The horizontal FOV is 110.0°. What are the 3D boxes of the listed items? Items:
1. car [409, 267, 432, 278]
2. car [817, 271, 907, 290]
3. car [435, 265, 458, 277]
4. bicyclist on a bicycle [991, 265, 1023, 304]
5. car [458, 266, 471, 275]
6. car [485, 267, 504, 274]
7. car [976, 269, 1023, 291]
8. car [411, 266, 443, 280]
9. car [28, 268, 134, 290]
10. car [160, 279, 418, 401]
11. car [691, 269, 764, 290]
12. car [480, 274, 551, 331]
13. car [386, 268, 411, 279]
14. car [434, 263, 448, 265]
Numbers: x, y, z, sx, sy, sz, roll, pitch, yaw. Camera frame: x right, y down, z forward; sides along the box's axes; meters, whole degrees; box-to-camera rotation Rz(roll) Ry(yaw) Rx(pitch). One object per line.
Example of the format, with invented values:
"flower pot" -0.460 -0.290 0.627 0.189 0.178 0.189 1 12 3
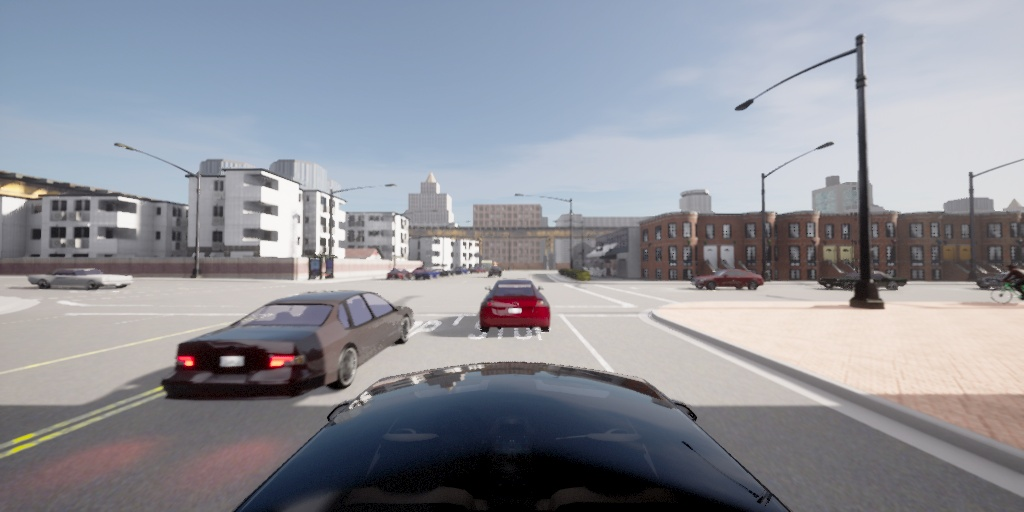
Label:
"car" -13.093 2.308 51.593 1.812 1.442 4.674 0 -1 4
"car" 24.616 1.738 25.355 4.718 1.301 1.895 0 -1 2
"car" -9.572 2.388 51.813 1.895 1.301 4.718 0 -1 4
"bicyclist on a bicycle" 20.394 1.176 14.479 0.582 1.620 1.656 0 -2 1
"car" -8.854 2.619 61.256 1.895 1.301 4.718 0 -1 6
"car" -2.346 2.304 52.327 1.837 1.490 4.892 0 -1 3
"car" 35.618 1.655 25.084 4.674 1.442 1.812 0 -1 1
"car" -10.060 2.165 42.658 1.895 1.301 4.718 0 -1 3
"car" -27.144 1.444 22.723 4.718 1.301 1.895 1 -1 -1
"car" -3.402 1.353 6.865 2.033 1.411 5.357 0 -1 0
"car" 15.315 1.670 25.567 4.674 1.442 1.812 0 -1 1
"car" 0.082 1.423 11.367 1.994 1.385 4.181 0 -1 0
"car" -13.545 2.141 43.147 1.994 1.385 4.181 0 -1 2
"car" -12.352 2.244 61.437 2.150 2.045 5.566 0 -1 6
